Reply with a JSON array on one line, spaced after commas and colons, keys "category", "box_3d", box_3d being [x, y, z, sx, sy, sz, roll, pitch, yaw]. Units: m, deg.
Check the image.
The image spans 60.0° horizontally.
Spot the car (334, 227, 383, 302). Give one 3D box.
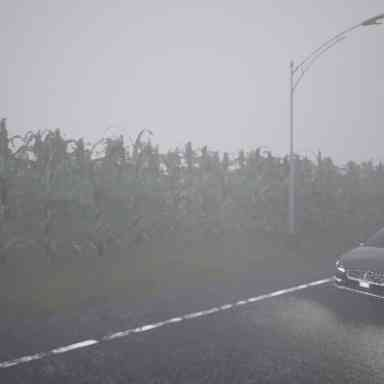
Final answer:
[{"category": "car", "box_3d": [5.235, 1.489, 7.676, 4.892, 1.490, 1.837, 0, 0, -35]}]
